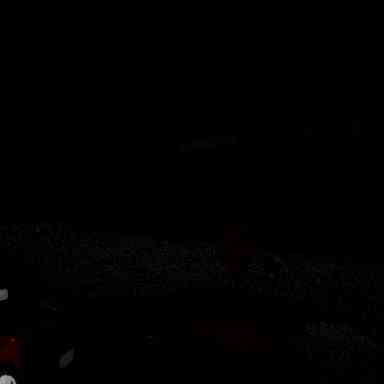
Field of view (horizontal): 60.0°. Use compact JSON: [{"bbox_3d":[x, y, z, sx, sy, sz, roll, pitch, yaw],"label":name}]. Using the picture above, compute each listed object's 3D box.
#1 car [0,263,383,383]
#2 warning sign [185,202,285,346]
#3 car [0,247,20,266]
[{"bbox_3d":[0.022,1.546,2.842,4.507,1.381,1.887,0,-1,36],"label":"car"},{"bbox_3d":[0.720,1.117,5.271,1.060,1.860,1.300,-1,0,36],"label":"warning sign"},{"bbox_3d":[-4.557,1.570,6.109,4.313,1.339,1.947,0,-1,36],"label":"car"}]
